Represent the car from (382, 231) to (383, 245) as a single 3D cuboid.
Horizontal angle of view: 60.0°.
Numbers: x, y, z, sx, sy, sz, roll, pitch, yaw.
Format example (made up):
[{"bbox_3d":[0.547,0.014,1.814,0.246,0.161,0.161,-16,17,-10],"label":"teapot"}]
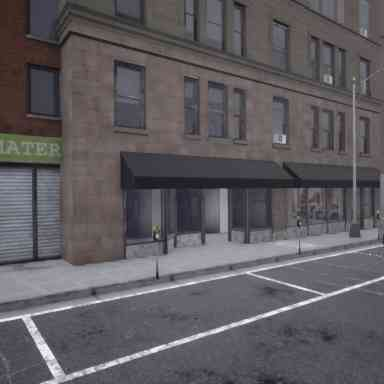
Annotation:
[{"bbox_3d":[9.281,1.539,13.197,4.507,1.381,1.887,0,-1,-36],"label":"car"}]
